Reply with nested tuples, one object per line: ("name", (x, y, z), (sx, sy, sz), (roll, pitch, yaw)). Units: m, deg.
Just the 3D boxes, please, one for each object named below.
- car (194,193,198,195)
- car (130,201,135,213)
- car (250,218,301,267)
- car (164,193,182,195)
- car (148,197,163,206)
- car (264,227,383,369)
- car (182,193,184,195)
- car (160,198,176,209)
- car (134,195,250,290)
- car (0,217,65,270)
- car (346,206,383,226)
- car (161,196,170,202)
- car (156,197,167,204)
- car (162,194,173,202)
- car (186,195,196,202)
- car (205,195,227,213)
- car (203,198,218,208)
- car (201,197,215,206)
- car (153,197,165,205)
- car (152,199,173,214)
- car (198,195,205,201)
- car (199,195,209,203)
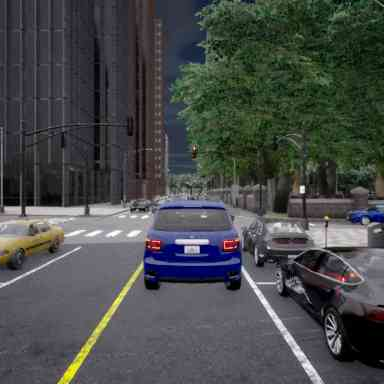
("car", (-0.089, 1.552, 68.070), (1.837, 1.490, 4.892), (0, 0, 0))
("car", (-5.867, 1.579, 37.859), (1.947, 1.339, 4.313), (0, 0, 0))
("car", (2.733, 1.551, 11.227), (2.008, 1.369, 4.403), (0, 0, 0))
("car", (-3.238, 1.385, 55.654), (2.097, 1.767, 4.553), (0, 0, 0))
("car", (-5.913, 1.582, 54.230), (2.008, 1.369, 4.403), (0, 0, 0))
("car", (2.748, 1.566, 5.714), (1.947, 1.339, 4.313), (0, 0, 0))
("car", (-3.215, 1.537, 66.046), (2.128, 1.511, 4.902), (0, 0, 0))
("car", (-3.225, 1.547, 45.918), (1.812, 1.442, 4.674), (0, 0, 0))
("car", (0.048, 1.222, 9.207), (2.150, 2.045, 5.566), (0, 0, 1))
("car", (-5.792, 1.526, 11.025), (1.752, 1.417, 4.829), (0, 0, 0))
("car", (14.726, 1.806, 26.066), (5.008, 1.535, 1.882), (1, 0, 0))
("car", (-5.973, 1.639, 76.059), (1.802, 1.307, 4.206), (0, 0, 0))
("car", (-5.943, 1.626, 65.144), (1.802, 1.307, 4.206), (0, 0, 0))
("car", (-5.988, 1.379, 81.516), (2.192, 1.841, 5.009), (0, 0, 0))
("car", (-0.217, 1.585, 78.462), (2.128, 1.511, 4.902), (0, 0, 0))
("car", (2.658, 1.328, 37.893), (2.192, 1.841, 5.009), (0, 0, 0))
("car", (2.628, 1.591, 48.805), (1.947, 1.339, 4.313), (0, 0, 0))
("car", (2.613, 1.582, 54.261), (2.008, 1.369, 4.403), (0, 0, 0))
("car", (-5.928, 1.620, 59.687), (1.802, 1.307, 4.206), (0, 0, 0))
("car", (-3.240, 1.538, 36.768), (1.812, 1.442, 4.674), (0, 0, 1))
("car", (2.521, 1.598, 87.170), (1.752, 1.417, 4.829), (0, 0, 0))
("car", (2.567, 1.491, 70.631), (1.967, 1.590, 4.097), (0, 0, 0))
